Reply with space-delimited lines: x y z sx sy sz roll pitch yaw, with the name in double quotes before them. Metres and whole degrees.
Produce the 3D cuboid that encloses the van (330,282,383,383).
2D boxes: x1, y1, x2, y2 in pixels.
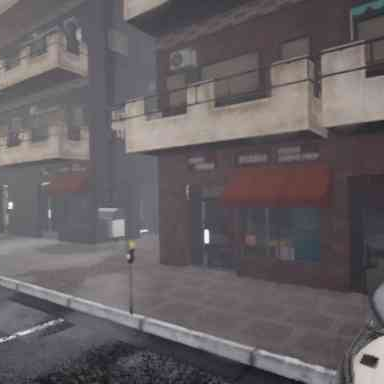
"van" 2.457 1.327 0.985 3.998 1.788 1.690 -1 -1 35
